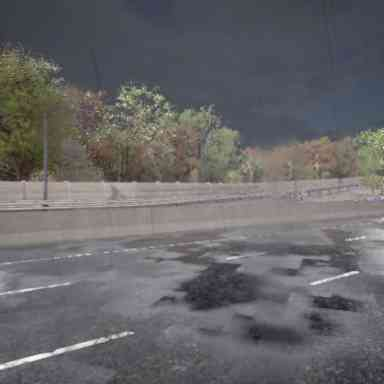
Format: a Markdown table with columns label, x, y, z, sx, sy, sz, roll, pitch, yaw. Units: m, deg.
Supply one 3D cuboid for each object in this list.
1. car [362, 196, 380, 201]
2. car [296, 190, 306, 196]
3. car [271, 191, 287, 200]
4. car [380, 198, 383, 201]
| label | x | y | z | sx | sy | sz | roll | pitch | yaw |
| --- | --- | --- | --- | --- | --- | --- | --- | --- | --- |
| car | 30.161 | 1.483 | 55.498 | 4.674 | 1.442 | 1.812 | 0 | 0 | -35 |
| car | 25.676 | 0.255 | 79.101 | 2.097 | 1.767 | 4.553 | 0 | 2 | 33 |
| car | 17.277 | 0.655 | 65.803 | 2.097 | 1.767 | 4.553 | 0 | 1 | 31 |
| car | 32.384 | 1.309 | 52.795 | 4.553 | 1.767 | 2.097 | 0 | 0 | -35 |
